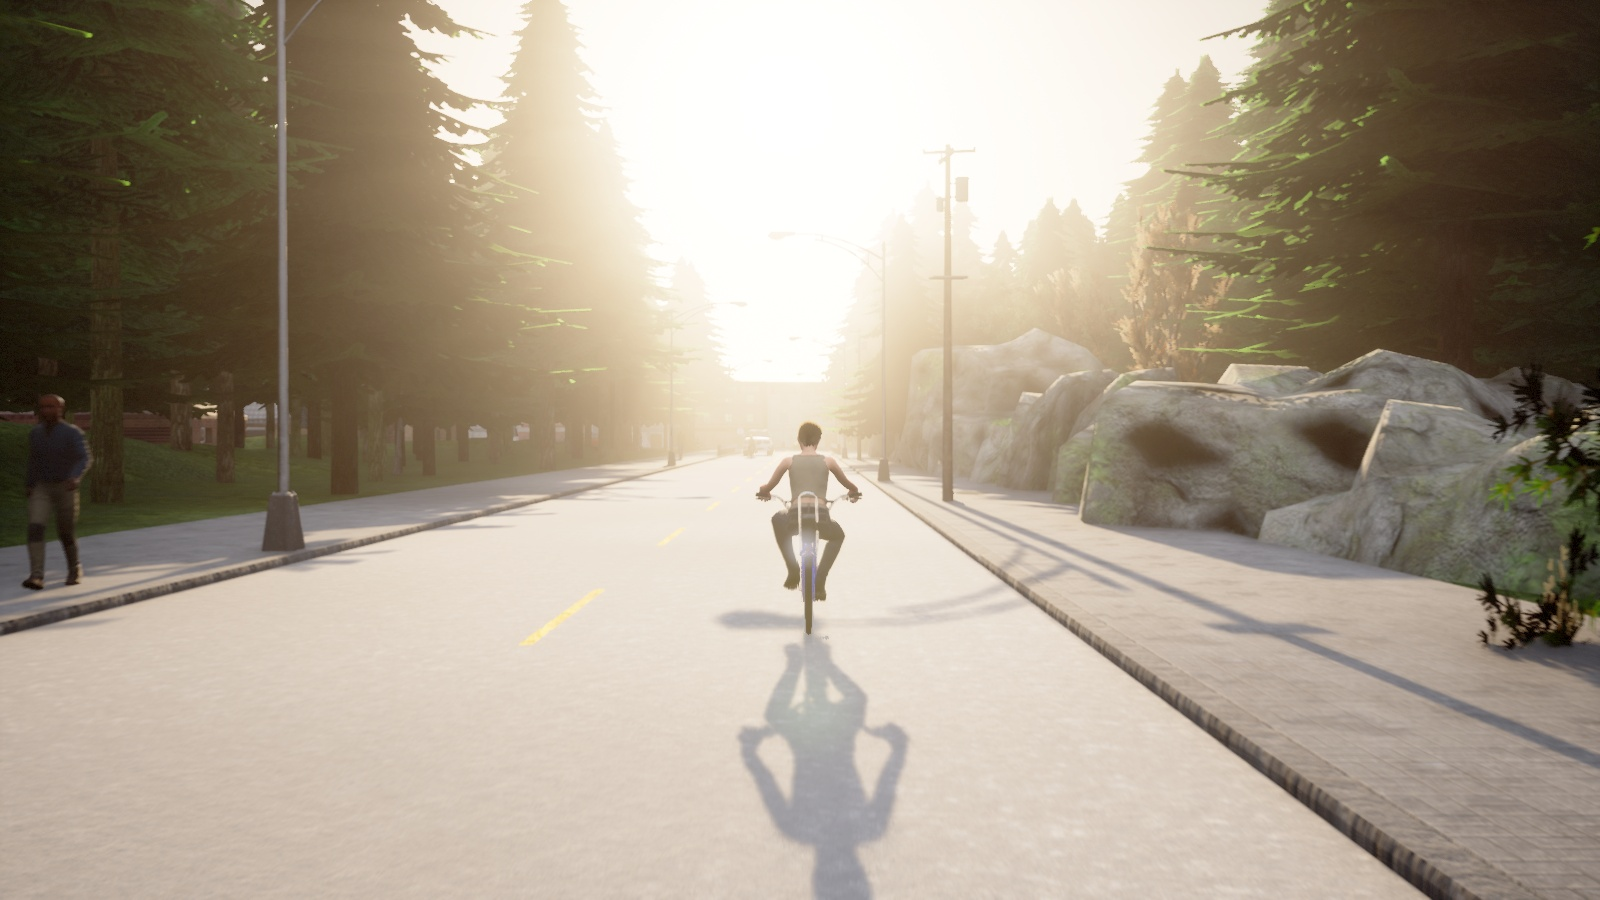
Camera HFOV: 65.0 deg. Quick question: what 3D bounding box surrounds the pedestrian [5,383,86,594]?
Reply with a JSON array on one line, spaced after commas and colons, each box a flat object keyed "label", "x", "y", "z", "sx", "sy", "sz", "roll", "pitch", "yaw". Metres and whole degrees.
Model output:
[{"label": "pedestrian", "x": -6.794, "y": 0.330, "z": 11.329, "sx": 0.370, "sy": 1.835, "sz": 0.726, "roll": 0, "pitch": 1, "yaw": -8}]

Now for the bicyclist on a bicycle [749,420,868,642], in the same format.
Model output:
[{"label": "bicyclist on a bicycle", "x": 0.069, "y": 0.578, "z": 9.872, "sx": 0.866, "sy": 1.612, "sz": 1.509, "roll": 0, "pitch": 1, "yaw": 1}]

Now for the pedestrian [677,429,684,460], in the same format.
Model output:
[{"label": "pedestrian", "x": -7.184, "y": -0.351, "z": 75.714, "sx": 0.354, "sy": 1.836, "sz": 0.706, "roll": 0, "pitch": 1, "yaw": 0}]
